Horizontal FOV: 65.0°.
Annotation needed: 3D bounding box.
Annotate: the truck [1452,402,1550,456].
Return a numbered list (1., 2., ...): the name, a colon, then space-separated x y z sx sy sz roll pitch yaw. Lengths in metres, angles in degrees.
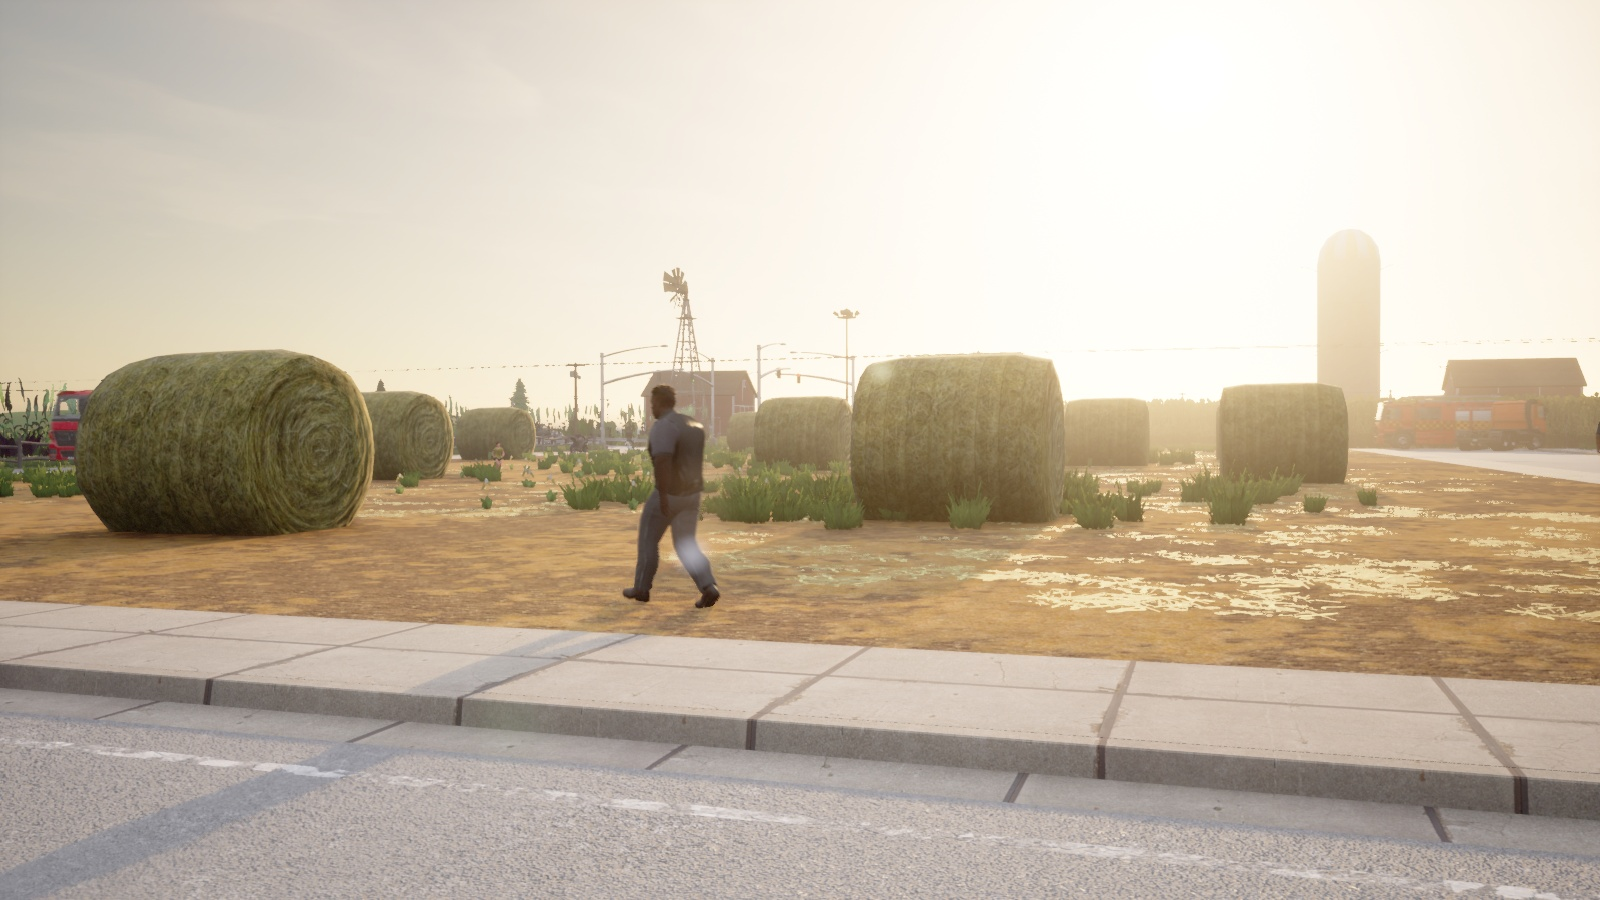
1. truck: 47.130 -1.346 84.337 7.936 3.462 2.891 0 1 -38

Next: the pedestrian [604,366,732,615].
1. pedestrian: -1.050 0.298 9.975 0.849 1.883 0.563 1 1 36

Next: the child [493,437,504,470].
1. child: -10.075 0.114 41.971 0.255 1.110 0.394 0 1 -28

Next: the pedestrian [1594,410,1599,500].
1. pedestrian: 16.676 0.096 25.711 0.540 1.848 0.694 1 1 20

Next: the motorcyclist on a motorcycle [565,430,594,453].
1. motorcyclist on a motorcycle: -14.660 -0.565 83.483 0.866 1.530 2.191 1 1 21

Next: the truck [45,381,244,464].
1. truck: -29.093 -1.199 56.188 2.891 3.462 7.936 1 1 21
